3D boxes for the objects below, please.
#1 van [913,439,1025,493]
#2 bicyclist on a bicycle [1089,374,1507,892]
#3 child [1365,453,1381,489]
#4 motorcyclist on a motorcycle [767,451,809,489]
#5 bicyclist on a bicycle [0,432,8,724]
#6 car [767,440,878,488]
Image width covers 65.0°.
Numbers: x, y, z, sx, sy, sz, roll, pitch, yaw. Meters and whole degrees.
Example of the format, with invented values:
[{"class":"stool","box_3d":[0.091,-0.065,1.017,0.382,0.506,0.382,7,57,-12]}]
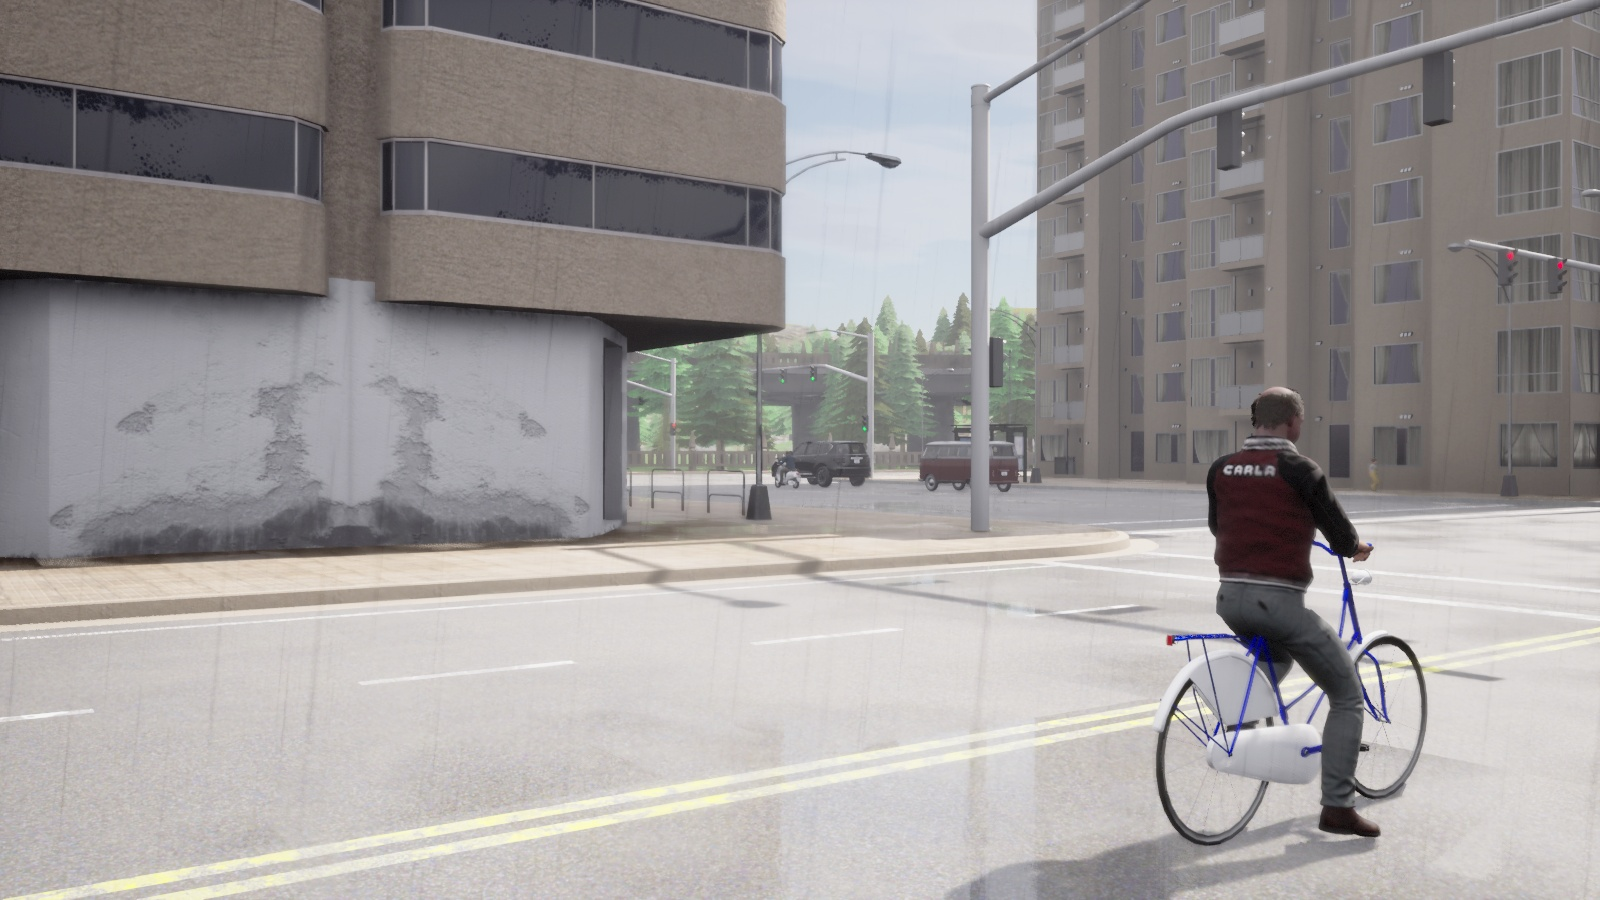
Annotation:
[{"class":"van","box_3d":[6.528,0.604,49.071,1.775,1.987,4.442,0,0,-35]},{"class":"bicyclist on a bicycle","box_3d":[2.064,0.623,5.099,1.843,1.776,0.659,0,0,-35]},{"class":"child","box_3d":[20.643,0.750,45.273,0.270,1.263,0.437,0,0,-34]},{"class":"motorcyclist on a motorcycle","box_3d":[-0.524,0.829,52.943,0.866,1.590,1.817,0,0,-35]},{"class":"bicyclist on a bicycle","box_3d":[-5.226,0.709,6.696,0.866,1.612,1.509,0,0,42]},{"class":"car","box_3d":[0.952,0.601,56.902,2.150,2.045,5.566,0,0,-35]}]
